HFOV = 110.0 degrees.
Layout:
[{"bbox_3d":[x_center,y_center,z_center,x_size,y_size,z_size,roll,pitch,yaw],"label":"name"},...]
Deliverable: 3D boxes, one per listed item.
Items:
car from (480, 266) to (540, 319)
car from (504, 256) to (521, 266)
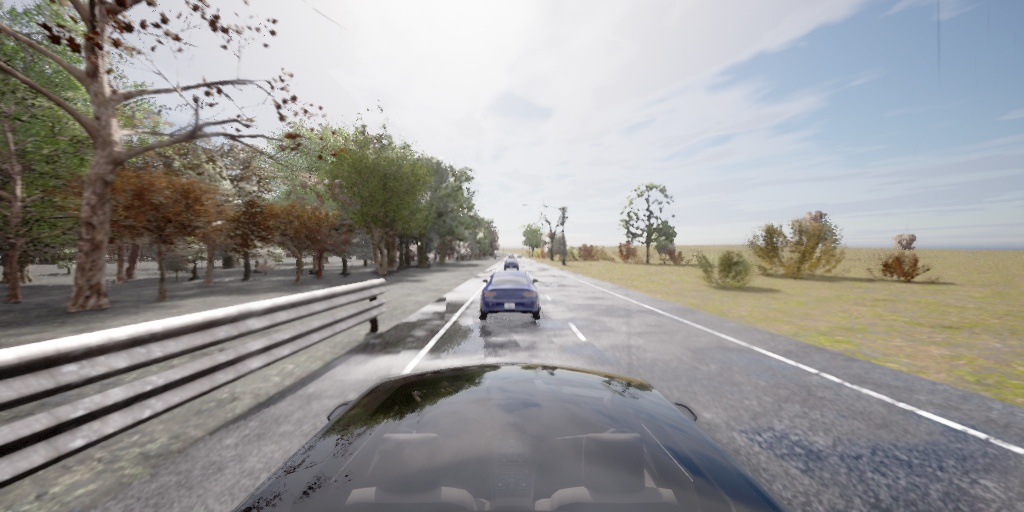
[{"bbox_3d":[-0.065,1.226,12.403,1.812,1.442,4.674,0,0,0],"label":"car"},{"bbox_3d":[-0.074,1.056,45.741,1.812,1.442,4.674,0,0,0],"label":"car"}]
